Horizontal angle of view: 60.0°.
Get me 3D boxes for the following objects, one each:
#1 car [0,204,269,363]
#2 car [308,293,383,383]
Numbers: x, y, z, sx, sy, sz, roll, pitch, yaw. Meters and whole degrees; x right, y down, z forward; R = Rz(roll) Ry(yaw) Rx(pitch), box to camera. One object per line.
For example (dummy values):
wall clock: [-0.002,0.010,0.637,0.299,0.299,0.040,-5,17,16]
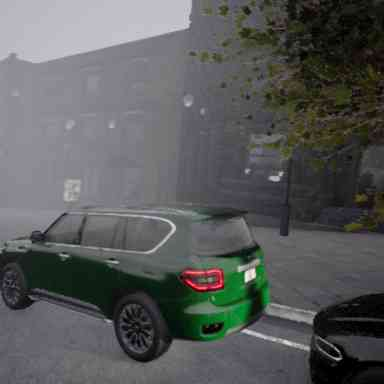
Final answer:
car: [-1.382,1.233,6.149,5.566,2.045,2.150,0,0,36]
car: [3.536,1.496,2.622,5.008,1.535,1.882,0,0,36]
